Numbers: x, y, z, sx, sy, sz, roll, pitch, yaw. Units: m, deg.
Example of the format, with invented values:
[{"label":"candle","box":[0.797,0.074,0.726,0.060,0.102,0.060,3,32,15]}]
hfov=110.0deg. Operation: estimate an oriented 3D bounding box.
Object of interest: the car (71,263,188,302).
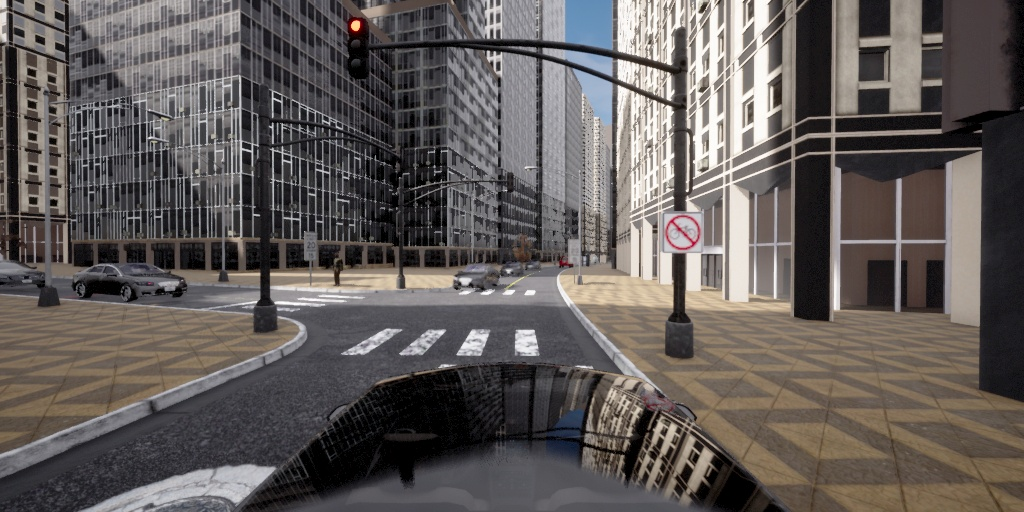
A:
[{"label":"car","box":[-16.366,1.043,15.381,4.902,1.511,2.128,1,1,16]}]

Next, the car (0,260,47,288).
[{"label":"car","box":[-25.926,0.941,18.180,4.674,1.442,1.812,1,1,17]}]

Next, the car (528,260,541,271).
[{"label":"car","box":[3.054,1.385,52.334,2.128,1.511,4.902,0,0,13]}]

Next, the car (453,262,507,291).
[{"label":"car","box":[-2.069,1.259,22.082,2.128,1.511,4.902,0,0,12]}]

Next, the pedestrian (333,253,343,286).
[{"label":"pedestrian","box":[-9.518,0.716,19.477,0.375,1.860,0.375,0,0,16]}]

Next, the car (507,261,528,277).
[{"label":"car","box":[0.079,1.307,36.694,2.128,1.511,4.902,0,0,9]}]
